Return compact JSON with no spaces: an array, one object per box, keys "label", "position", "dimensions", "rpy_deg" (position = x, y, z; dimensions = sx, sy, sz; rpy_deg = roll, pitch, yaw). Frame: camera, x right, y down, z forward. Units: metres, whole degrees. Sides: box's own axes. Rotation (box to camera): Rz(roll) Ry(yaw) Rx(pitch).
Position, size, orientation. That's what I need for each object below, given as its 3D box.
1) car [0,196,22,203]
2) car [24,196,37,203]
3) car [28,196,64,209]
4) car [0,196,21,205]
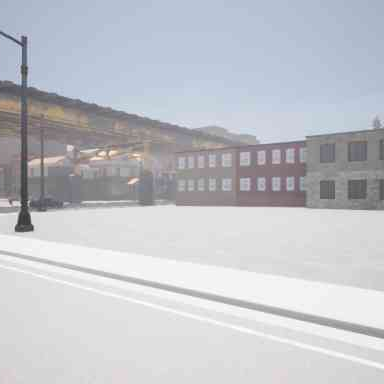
[{"label":"car","position":[-32.619,1.295,58.653],"dimensions":[4.536,1.218,1.853],"rpy_deg":[0,0,7]},{"label":"car","position":[-29.064,1.295,59.918],"dimensions":[1.853,1.218,4.536],"rpy_deg":[0,0,-23]},{"label":"car","position":[-19.743,1.526,45.238],"dimensions":[1.812,1.442,4.674],"rpy_deg":[0,0,33]},{"label":"car","position":[-32.568,1.452,58.647],"dimensions":[4.974,1.542,2.038],"rpy_deg":[0,0,7]}]
